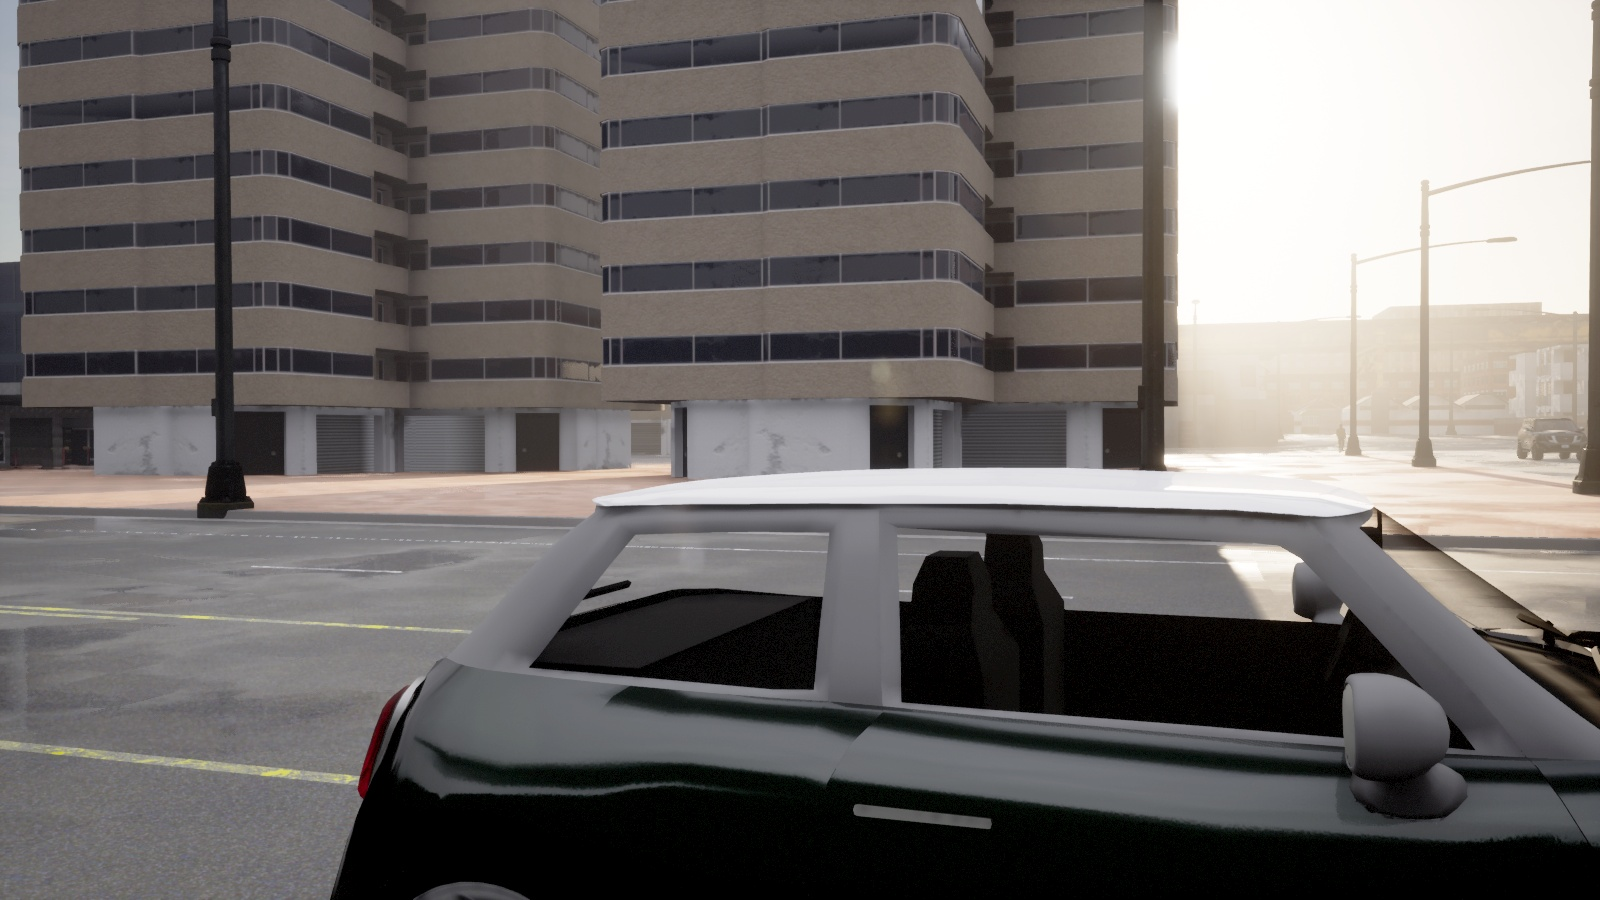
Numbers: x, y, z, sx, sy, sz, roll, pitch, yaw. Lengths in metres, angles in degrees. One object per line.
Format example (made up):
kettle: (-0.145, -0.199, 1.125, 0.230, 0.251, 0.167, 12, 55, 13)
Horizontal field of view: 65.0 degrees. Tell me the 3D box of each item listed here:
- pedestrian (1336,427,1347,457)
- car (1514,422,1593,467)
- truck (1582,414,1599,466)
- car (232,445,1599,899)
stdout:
pedestrian: (33.181, -0.496, 76.941, 0.431, 1.840, 0.709, 0, 1, 13)
car: (36.126, -0.286, 60.374, 2.150, 2.045, 5.566, 1, 1, 19)
truck: (39.694, -0.461, 60.115, 2.627, 2.467, 5.204, 1, 2, 18)
car: (0.941, 0.749, 2.925, 3.806, 1.475, 1.970, 1, 1, 19)
